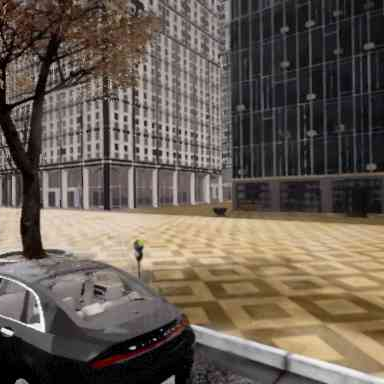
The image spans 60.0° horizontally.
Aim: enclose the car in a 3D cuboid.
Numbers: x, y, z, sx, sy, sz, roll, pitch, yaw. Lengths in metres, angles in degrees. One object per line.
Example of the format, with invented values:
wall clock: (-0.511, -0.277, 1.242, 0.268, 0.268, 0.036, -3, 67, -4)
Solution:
car: (-2.019, 1.553, 4.328, 4.403, 1.369, 2.008, 0, -1, 36)
